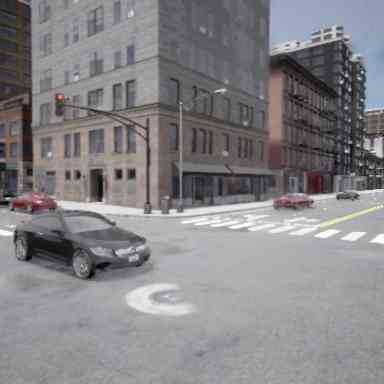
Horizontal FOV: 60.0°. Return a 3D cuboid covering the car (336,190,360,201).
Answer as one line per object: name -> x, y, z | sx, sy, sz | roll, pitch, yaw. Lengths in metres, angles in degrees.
car -> 19.533, 0.441, 41.592 | 1.895, 1.301, 4.718 | 2, 2, 38

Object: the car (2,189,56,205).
car -> -10.613, 0.659, 22.148 | 4.206, 1.307, 1.802 | 2, 2, 38

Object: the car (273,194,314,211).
car -> 8.433, 0.815, 27.499 | 1.895, 1.301, 4.718 | 2, 2, 38

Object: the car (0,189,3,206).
car -> -14.980, 0.455, 25.591 | 4.313, 1.339, 1.947 | 2, 2, 38

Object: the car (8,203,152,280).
car -> -3.185, 1.234, 9.150 | 4.674, 1.442, 1.812 | 2, 2, 38
